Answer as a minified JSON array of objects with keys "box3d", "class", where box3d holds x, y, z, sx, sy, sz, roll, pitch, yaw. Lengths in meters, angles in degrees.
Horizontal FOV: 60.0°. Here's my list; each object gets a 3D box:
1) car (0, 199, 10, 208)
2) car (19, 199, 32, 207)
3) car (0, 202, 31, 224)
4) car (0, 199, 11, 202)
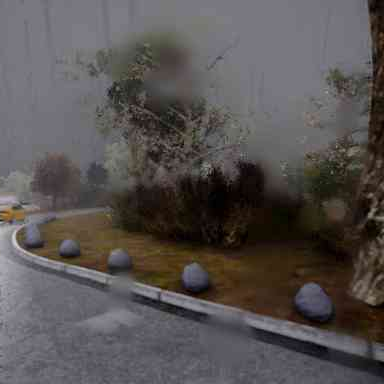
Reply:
[{"box3d":[-33.156,2.005,58.767,1.812,1.442,4.674,0,0,-30],"class":"car"},{"box3d":[-30.316,1.920,60.348,1.895,1.301,4.718,0,0,-30],"class":"car"},{"box3d":[-15.333,1.817,27.634,1.882,1.535,5.008,0,-1,-11],"class":"car"},{"box3d":[-24.929,2.113,45.503,2.033,1.411,5.357,0,-1,-11],"class":"car"}]
